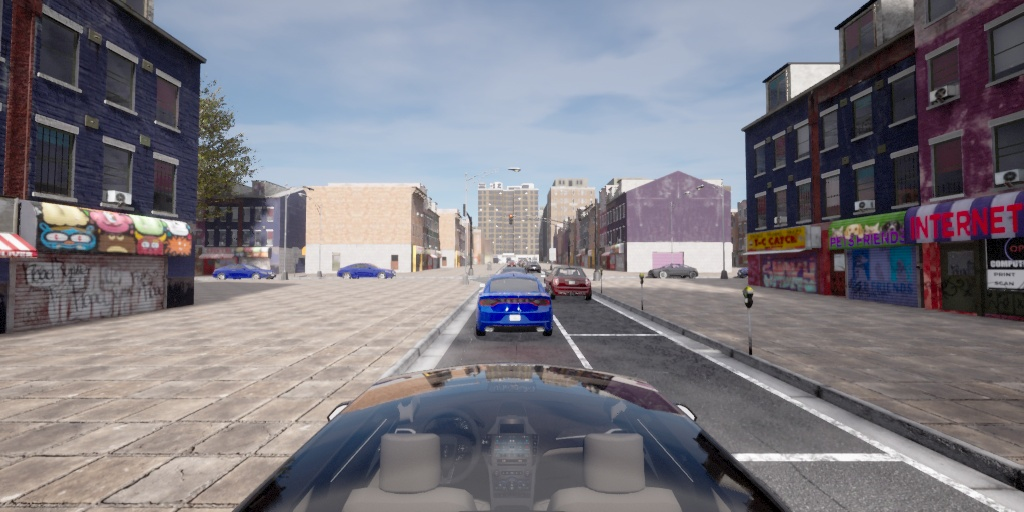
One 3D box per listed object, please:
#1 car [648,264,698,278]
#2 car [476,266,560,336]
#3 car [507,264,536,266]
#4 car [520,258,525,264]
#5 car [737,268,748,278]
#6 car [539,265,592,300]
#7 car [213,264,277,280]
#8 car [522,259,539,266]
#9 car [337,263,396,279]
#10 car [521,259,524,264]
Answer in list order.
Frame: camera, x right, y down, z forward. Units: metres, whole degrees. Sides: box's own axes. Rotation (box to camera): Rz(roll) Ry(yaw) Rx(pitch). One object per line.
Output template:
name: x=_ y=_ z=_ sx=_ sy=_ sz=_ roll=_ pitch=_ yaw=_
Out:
car: x=14.595 y=1.379 z=32.628 sx=4.181 sy=1.385 sz=1.994 roll=0 pitch=-2 yaw=0
car: x=0.036 y=1.233 z=10.488 sx=1.882 sy=1.535 sz=5.008 roll=0 pitch=0 yaw=-1
car: x=0.093 y=1.292 z=17.992 sx=1.812 sy=1.442 sz=4.674 roll=0 pitch=0 yaw=0
car: x=2.616 y=1.448 z=55.579 sx=1.751 sy=1.417 sz=4.829 roll=0 pitch=0 yaw=0
car: x=23.049 y=1.337 z=32.576 sx=4.674 sy=1.442 sz=1.812 roll=0 pitch=-2 yaw=0
car: x=2.629 y=1.206 z=17.793 sx=1.967 sy=1.591 sz=4.097 roll=0 pitch=0 yaw=0
car: x=-22.254 y=1.367 z=29.899 sx=4.674 sy=1.442 sz=1.812 roll=-1 pitch=-2 yaw=1
car: x=2.620 y=1.420 z=44.537 sx=1.948 sy=1.339 sz=4.313 roll=0 pitch=0 yaw=0
car: x=-12.066 y=1.293 z=29.838 sx=4.674 sy=1.442 sz=1.812 roll=0 pitch=-2 yaw=0
car: x=2.617 y=1.452 z=49.973 sx=1.948 sy=1.339 sz=4.313 roll=0 pitch=0 yaw=0
